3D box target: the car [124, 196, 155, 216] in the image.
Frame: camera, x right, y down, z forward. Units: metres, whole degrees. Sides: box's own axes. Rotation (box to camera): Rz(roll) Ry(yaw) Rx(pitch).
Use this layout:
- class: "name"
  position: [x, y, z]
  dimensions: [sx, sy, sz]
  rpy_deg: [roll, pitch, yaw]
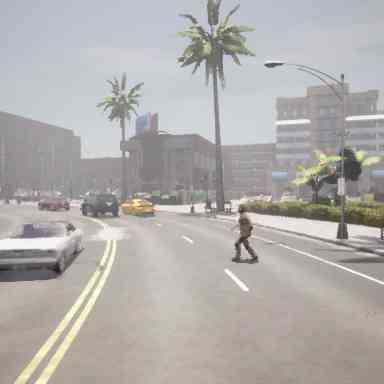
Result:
- class: "car"
  position: [-5.317, 1.477, 32.347]
  dimensions: [1.882, 1.535, 5.008]
  rpy_deg: [0, 0, -32]

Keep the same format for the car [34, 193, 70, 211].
- class: "car"
  position: [-16.737, 1.352, 40.235]
  dimensions: [4.553, 1.767, 2.097]
  rpy_deg: [0, 0, 40]

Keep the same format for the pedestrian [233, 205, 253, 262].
- class: "pedestrian"
  position: [1.611, 1.294, 10.537]
  dimensions: [0.375, 1.860, 0.375]
  rpy_deg: [0, 0, -9]

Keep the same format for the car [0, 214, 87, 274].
- class: "car"
  position: [-4.740, 1.601, 10.550]
  dimensions: [1.895, 1.301, 4.718]
  rpy_deg: [0, 0, -10]

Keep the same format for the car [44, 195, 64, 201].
- class: "car"
  position: [-33.346, 1.405, 80.228]
  dimensions: [4.193, 1.474, 1.816]
  rpy_deg: [0, 0, 18]

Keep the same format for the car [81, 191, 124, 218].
- class: "car"
  position: [-8.650, 1.221, 31.087]
  dimensions: [2.150, 2.045, 5.566]
  rpy_deg: [0, 0, -34]
